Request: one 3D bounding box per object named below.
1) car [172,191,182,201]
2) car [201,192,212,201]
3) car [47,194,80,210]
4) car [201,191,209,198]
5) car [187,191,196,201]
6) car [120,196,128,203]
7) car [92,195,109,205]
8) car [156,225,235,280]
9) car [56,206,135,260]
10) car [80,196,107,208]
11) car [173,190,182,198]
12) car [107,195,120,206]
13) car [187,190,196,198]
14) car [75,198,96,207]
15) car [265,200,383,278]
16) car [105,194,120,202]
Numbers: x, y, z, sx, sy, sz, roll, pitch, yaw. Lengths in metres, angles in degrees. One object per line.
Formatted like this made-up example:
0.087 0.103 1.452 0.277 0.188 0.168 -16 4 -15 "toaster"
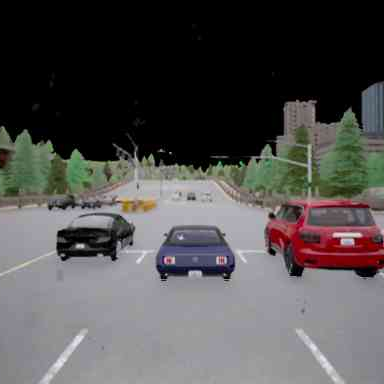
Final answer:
-3.610 1.222 76.977 1.812 1.442 4.674 0 4 0 "car"
3.397 1.009 75.663 2.150 2.045 5.566 0 3 0 "car"
-17.603 1.350 45.314 2.150 2.045 5.566 0 0 0 "car"
3.339 0.592 86.124 1.895 1.301 4.718 0 6 0 "car"
-0.111 1.052 77.028 2.097 1.767 4.553 0 4 0 "car"
-14.054 1.592 66.667 1.882 1.535 5.008 0 1 0 "car"
-17.538 1.509 63.855 2.097 1.767 4.553 0 1 0 "car"
0.089 1.629 9.982 1.895 1.301 4.718 0 0 0 "car"
-3.406 1.514 12.625 1.882 1.535 5.008 0 0 0 "car"
-14.096 1.681 47.078 2.033 1.411 5.357 0 0 0 "car"
-3.667 0.410 87.200 2.128 1.511 4.902 0 6 0 "car"
-14.076 1.686 56.482 1.812 1.442 4.674 0 0 0 "car"
-0.167 0.410 87.219 2.128 1.511 4.902 0 6 0 "car"
-17.579 1.757 55.078 1.895 1.301 4.718 0 0 0 "car"
3.741 1.252 10.376 2.150 2.045 5.566 0 0 3 "car"
-17.595 1.377 74.076 2.128 1.511 4.902 0 2 0 "car"
